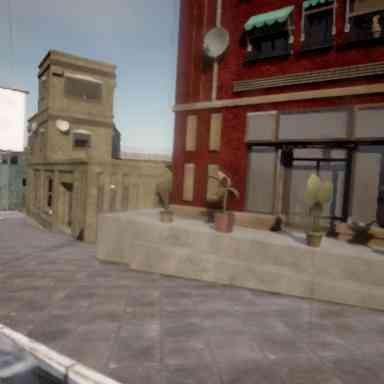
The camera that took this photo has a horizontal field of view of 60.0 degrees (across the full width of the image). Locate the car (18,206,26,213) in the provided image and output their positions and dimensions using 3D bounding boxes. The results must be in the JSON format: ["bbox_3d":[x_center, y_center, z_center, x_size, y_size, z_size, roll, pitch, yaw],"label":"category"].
[{"bbox_3d":[-27.546,2.926,57.163,1.882,1.535,5.008,4,-2,15],"label":"car"}]
